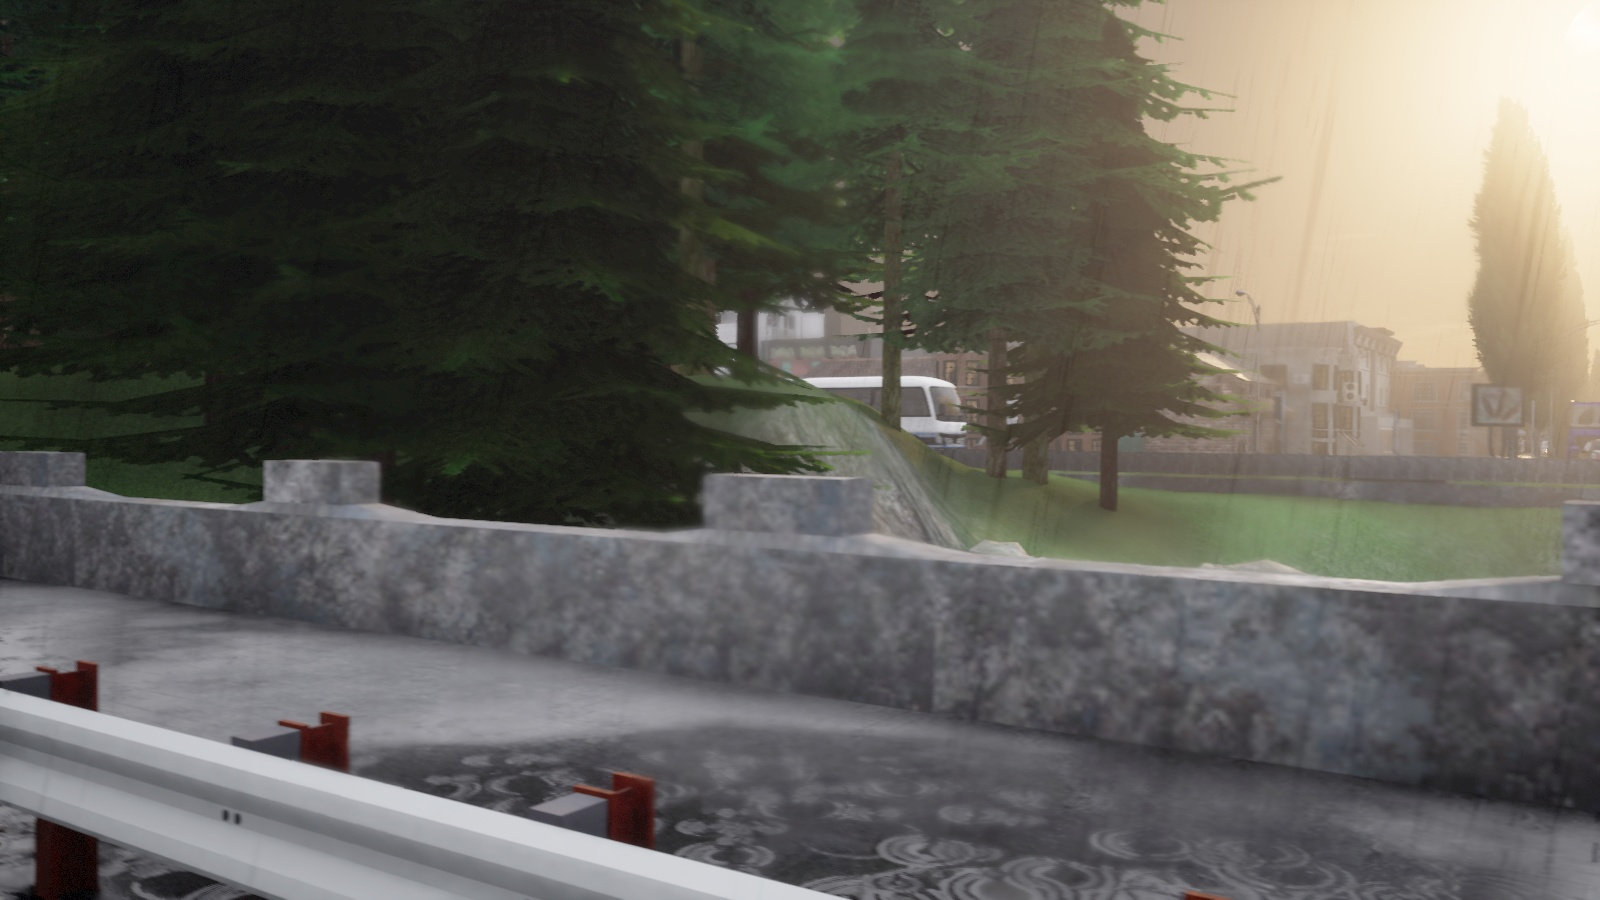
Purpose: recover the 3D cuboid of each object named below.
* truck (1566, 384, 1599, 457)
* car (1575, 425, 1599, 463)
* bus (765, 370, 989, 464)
[{"bbox_3d":[40.568,-1.483,63.400,2.891,3.462,7.936,0,1,34],"label":"truck"},{"bbox_3d":[33.492,-0.271,52.110,1.845,1.501,3.633,0,1,26],"label":"car"},{"bbox_3d":[3.644,-1.514,61.272,10.273,4.253,3.944,0,1,34],"label":"bus"}]
